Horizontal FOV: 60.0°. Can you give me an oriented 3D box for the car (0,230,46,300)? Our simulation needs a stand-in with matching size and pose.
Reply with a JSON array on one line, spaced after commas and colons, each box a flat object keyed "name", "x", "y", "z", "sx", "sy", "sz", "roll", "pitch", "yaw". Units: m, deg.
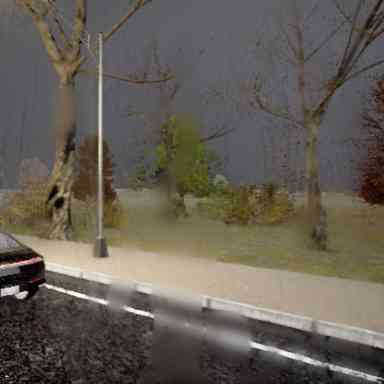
[{"name": "car", "x": -5.149, "y": 1.529, "z": 7.241, "sx": 4.902, "sy": 1.511, "sz": 2.128, "roll": 0, "pitch": 0, "yaw": 36}]
